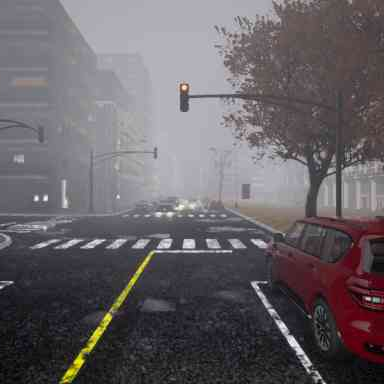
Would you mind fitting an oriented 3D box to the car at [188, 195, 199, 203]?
[{"bbox_3d":[0.184,1.648,69.261,1.895,1.301,4.718,0,0,0],"label":"car"}]

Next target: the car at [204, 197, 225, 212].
[{"bbox_3d":[2.738,1.557,38.231,1.887,1.381,4.507,0,0,0],"label":"car"}]

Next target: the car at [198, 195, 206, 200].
[{"bbox_3d":[2.807,1.638,93.558,2.008,1.369,4.403,0,0,0],"label":"car"}]

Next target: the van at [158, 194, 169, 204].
[{"bbox_3d":[-5.608,1.384,65.906,1.690,1.788,3.998,0,0,0],"label":"van"}]

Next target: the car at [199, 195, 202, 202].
[{"bbox_3d":[2.773,1.625,65.894,1.802,1.307,4.206,0,0,0],"label":"car"}]

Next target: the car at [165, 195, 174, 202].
[{"bbox_3d":[-5.587,1.507,82.504,1.967,1.590,4.097,0,0,0],"label":"car"}]

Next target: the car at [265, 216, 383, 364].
[{"bbox_3d":[2.699,1.315,5.843,2.192,1.841,5.009,0,0,0],"label":"car"}]

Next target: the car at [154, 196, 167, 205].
[{"bbox_3d":[-5.614,1.476,60.373,1.967,1.590,4.097,0,0,0],"label":"car"}]

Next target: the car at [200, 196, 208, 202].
[{"bbox_3d":[2.786,1.584,77.130,1.752,1.417,4.829,0,0,0],"label":"car"}]

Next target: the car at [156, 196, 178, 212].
[{"bbox_3d":[-3.050,1.561,39.534,2.033,1.411,5.357,0,0,0],"label":"car"}]

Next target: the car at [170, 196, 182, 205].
[{"bbox_3d":[-2.981,1.517,62.719,1.882,1.535,5.008,0,0,0],"label":"car"}]

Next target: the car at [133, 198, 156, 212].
[{"bbox_3d":[-5.642,1.563,38.242,2.008,1.369,4.403,0,0,0],"label":"car"}]

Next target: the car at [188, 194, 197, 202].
[{"bbox_3d":[0.100,1.417,79.328,2.097,1.767,4.553,0,0,0],"label":"car"}]

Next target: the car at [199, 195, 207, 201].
[{"bbox_3d":[2.800,1.621,88.026,1.887,1.381,4.507,0,0,0],"label":"car"}]

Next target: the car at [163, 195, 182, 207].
[{"bbox_3d":[-3.032,1.376,50.404,2.097,1.767,4.553,0,0,0],"label":"car"}]

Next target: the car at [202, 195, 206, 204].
[{"bbox_3d":[2.752,1.548,49.467,1.752,1.417,4.829,0,0,0],"label":"car"}]
